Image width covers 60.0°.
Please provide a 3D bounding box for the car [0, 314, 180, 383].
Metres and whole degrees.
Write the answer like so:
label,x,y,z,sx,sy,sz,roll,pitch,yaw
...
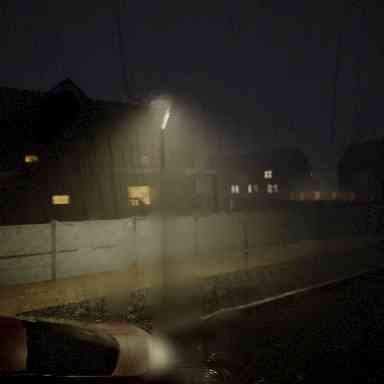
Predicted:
label,x,y,z,sx,sy,sz,roll,pitch,yaw
car,-2.137,1.531,1.543,4.674,1.442,1.812,0,0,-36
